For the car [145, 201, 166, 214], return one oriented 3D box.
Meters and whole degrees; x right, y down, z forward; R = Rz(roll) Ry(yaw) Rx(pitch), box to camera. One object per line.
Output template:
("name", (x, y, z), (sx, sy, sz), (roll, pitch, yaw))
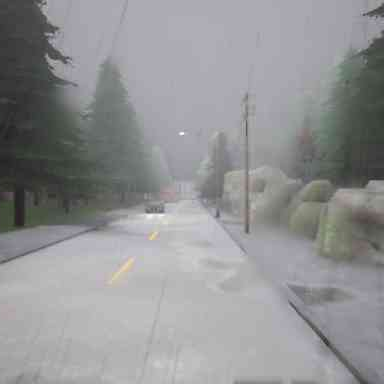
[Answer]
("car", (-4.055, 1.752, 37.545), (1.994, 1.385, 4.181), (0, 0, 0))
